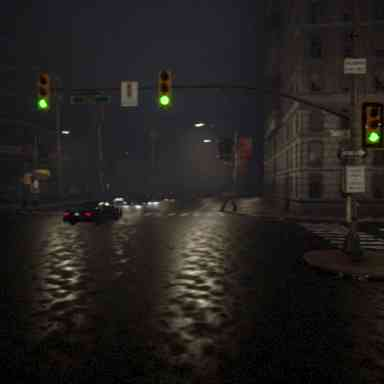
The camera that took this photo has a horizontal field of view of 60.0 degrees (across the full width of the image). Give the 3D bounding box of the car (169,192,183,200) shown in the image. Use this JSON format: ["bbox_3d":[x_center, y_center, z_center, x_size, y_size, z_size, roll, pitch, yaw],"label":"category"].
[{"bbox_3d":[-3.247,0.653,62.918,2.033,1.411,5.357,0,1,17],"label":"car"}]

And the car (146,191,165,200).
[{"bbox_3d":[-6.900,0.593,63.021,1.837,1.490,4.892,0,1,17],"label":"car"}]

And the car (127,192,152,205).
[{"bbox_3d":[-6.840,0.901,42.396,1.812,1.442,4.674,0,1,7],"label":"car"}]

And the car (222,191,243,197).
[{"bbox_3d":[9.089,0.438,77.175,1.882,1.535,5.008,1,1,45],"label":"car"}]

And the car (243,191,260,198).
[{"bbox_3d":[13.496,0.526,76.700,5.357,1.411,2.033,0,1,-42],"label":"car"}]

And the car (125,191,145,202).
[{"bbox_3d":[-9.021,0.696,53.002,1.882,1.535,5.008,0,1,7],"label":"car"}]

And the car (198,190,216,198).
[{"bbox_3d":[3.146,0.405,68.807,2.097,1.767,4.553,1,1,29],"label":"car"}]

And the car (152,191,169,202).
[{"bbox_3d":[-5.527,0.729,52.713,2.128,1.511,4.902,0,1,7],"label":"car"}]

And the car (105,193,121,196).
[{"bbox_3d":[-10.278,0.898,43.105,2.033,1.411,5.357,0,1,7],"label":"car"}]

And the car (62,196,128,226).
[{"bbox_3d":[-5.964,1.229,20.649,2.033,1.411,5.357,0,1,7],"label":"car"}]
